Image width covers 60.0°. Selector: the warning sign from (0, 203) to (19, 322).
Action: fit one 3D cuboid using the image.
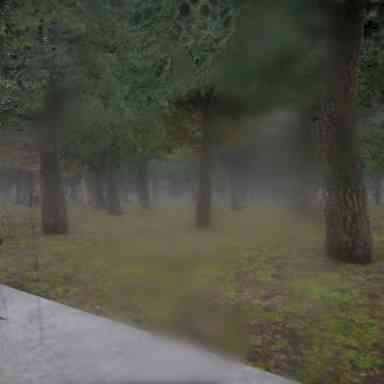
[{"bbox_3d":[-3.665,1.129,5.280,1.060,1.860,1.300,0,0,36],"label":"warning sign"}]
